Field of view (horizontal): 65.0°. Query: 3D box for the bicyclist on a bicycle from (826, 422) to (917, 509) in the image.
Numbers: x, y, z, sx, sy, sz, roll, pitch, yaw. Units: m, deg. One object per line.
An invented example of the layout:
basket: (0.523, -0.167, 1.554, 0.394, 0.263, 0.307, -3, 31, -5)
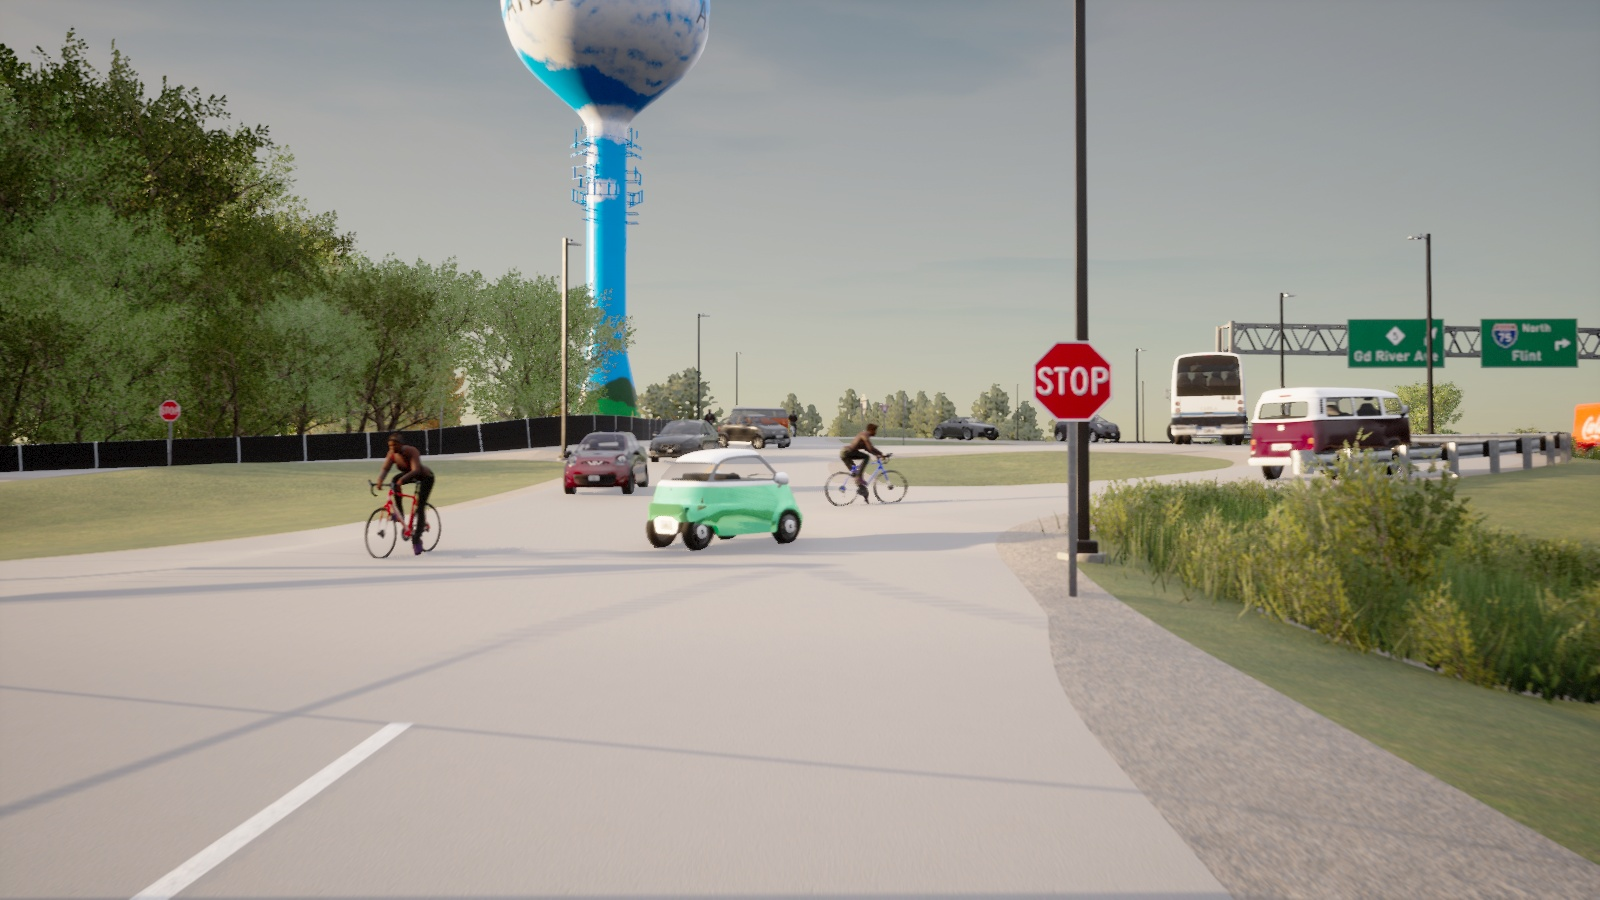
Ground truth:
bicyclist on a bicycle: (1.397, 0.296, 24.603, 1.656, 1.620, 0.582, -2, -1, -7)

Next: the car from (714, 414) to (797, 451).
car: (-2.042, -0.838, 57.069, 1.789, 1.549, 3.705, -3, 4, -41)

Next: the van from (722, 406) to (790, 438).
van: (-2.790, -1.776, 80.894, 1.775, 1.987, 4.442, 1, 1, 42)

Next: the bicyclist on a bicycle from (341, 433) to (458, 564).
bicyclist on a bicycle: (-5.229, 0.594, 16.493, 0.582, 1.620, 1.656, 0, 1, 18)

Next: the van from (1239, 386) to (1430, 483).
van: (12.186, -0.384, 28.531, 4.480, 2.038, 2.069, -2, 0, -39)

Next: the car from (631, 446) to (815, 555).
car: (-1.071, 0.665, 17.943, 1.481, 1.376, 2.207, 1, 2, 42)

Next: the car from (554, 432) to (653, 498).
car: (-4.871, 0.320, 31.607, 1.845, 1.501, 3.633, 0, 2, 1)

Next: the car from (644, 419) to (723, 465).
car: (-4.304, -0.343, 47.070, 1.837, 1.490, 4.892, 0, 3, 8)

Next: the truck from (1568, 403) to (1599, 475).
truck: (28.656, -0.386, 42.131, 2.627, 2.467, 5.204, 0, 0, 1)

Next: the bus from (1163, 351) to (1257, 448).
bus: (19.962, -2.377, 61.550, 3.944, 4.253, 10.273, -1, 1, 17)

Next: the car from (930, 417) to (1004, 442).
car: (9.641, -1.209, 72.795, 1.994, 1.385, 4.181, 0, 1, -34)

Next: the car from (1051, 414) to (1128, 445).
car: (14.821, -1.070, 64.510, 1.845, 1.501, 3.633, 0, 1, -30)
